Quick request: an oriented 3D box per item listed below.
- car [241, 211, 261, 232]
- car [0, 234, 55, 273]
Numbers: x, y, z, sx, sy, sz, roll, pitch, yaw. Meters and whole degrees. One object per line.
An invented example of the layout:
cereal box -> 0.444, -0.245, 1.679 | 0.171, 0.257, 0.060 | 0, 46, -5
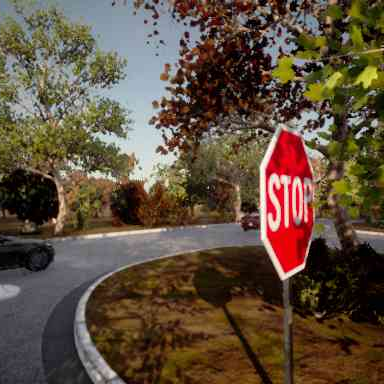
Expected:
car -> 5.472, 2.161, 24.802 | 1.882, 1.535, 5.008 | -1, -3, 36
car -> -6.030, 1.583, 8.833 | 1.812, 1.442, 4.674 | -1, -2, 36
